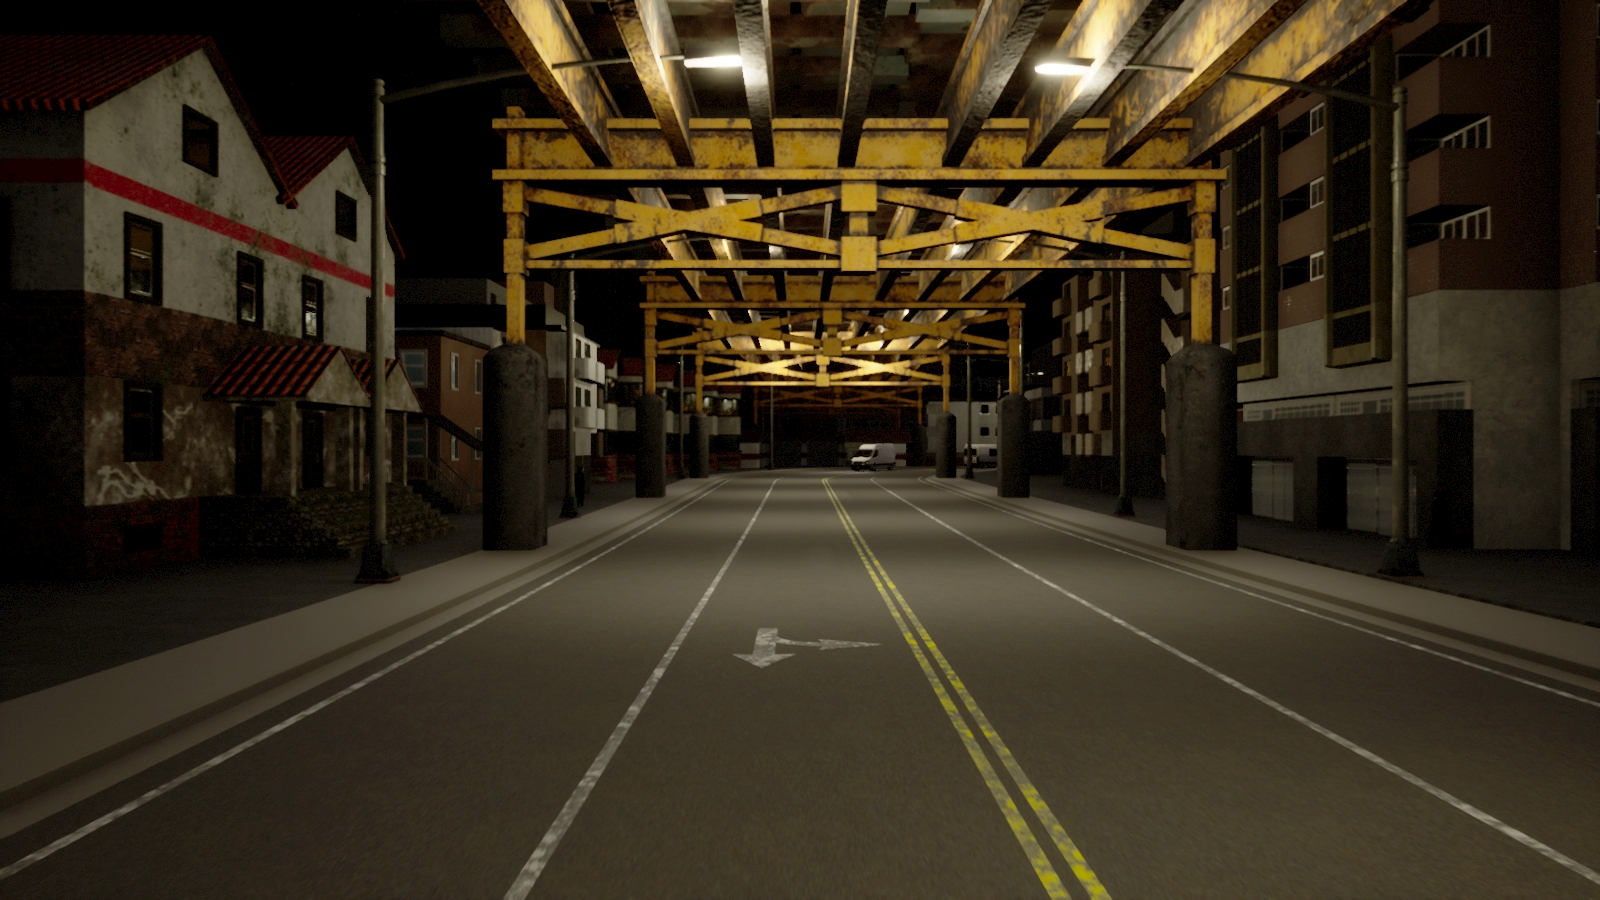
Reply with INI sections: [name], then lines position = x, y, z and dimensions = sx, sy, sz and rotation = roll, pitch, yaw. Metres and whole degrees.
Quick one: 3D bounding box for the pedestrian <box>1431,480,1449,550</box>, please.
[pedestrian]
position = 17.125, 1.730, 30.567
dimensions = 0.375, 1.860, 0.375
rotation = 0, 0, 37
